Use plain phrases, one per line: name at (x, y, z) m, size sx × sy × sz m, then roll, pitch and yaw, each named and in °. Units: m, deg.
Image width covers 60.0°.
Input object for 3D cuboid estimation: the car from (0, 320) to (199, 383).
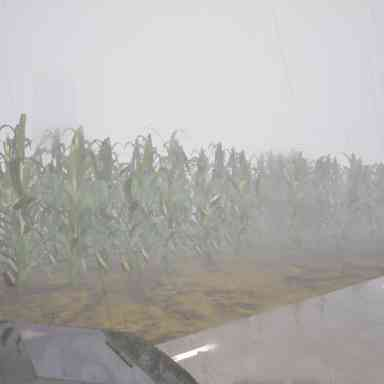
car at (-1.825, 1.564, 1.645) m, size 4.181 × 1.385 × 1.994 m, roll 0°, pitch 0°, yaw -35°
